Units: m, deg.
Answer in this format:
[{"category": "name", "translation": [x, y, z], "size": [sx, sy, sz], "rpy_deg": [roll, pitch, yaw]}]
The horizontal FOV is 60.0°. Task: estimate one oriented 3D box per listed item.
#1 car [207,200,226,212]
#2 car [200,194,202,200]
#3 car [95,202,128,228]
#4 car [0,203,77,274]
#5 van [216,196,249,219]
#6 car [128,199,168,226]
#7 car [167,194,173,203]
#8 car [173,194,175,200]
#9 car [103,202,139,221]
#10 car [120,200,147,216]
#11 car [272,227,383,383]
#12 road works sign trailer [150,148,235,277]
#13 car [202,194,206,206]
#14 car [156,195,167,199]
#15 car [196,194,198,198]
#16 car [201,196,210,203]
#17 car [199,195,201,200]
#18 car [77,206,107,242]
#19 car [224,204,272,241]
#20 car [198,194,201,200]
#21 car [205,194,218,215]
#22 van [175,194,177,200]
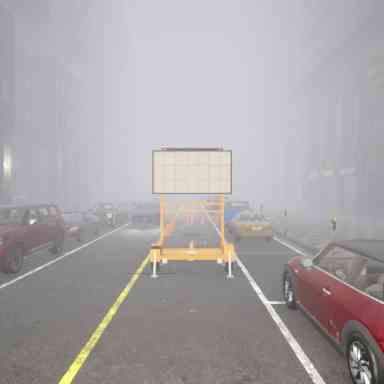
[{"category": "car", "translation": [2.790, 1.588, 38.735], "size": [1.802, 1.307, 4.206], "rpy_deg": [0, 0, 0]}, {"category": "car", "translation": [2.803, 1.456, 55.540], "size": [1.967, 1.590, 4.097], "rpy_deg": [0, 0, 0]}, {"category": "car", "translation": [-5.748, 1.440, 21.923], "size": [1.967, 1.590, 4.097], "rpy_deg": [0, 0, 0]}, {"category": "car", "translation": [-5.757, 1.314, 10.719], "size": [2.192, 1.841, 5.009], "rpy_deg": [0, 0, 0]}, {"category": "van", "translation": [2.776, 1.342, 21.930], "size": [1.690, 1.788, 3.998], "rpy_deg": [0, 0, 0]}, {"category": "car", "translation": [-2.981, 1.478, 23.525], "size": [1.882, 1.535, 5.008], "rpy_deg": [0, 0, 0]}, {"category": "car", "translation": [-5.709, 1.467, 72.342], "size": [1.967, 1.590, 4.097], "rpy_deg": [0, 0, 0]}, {"category": "car", "translation": [-5.704, 1.576, 77.943], "size": [1.887, 1.381, 4.507], "rpy_deg": [0, 0, 0]}, {"category": "car", "translation": [-5.743, 1.552, 27.525], "size": [2.008, 1.369, 4.403], "rpy_deg": [0, 0, 0]}, {"category": "car", "translation": [-5.739, 1.569, 33.127], "size": [1.947, 1.339, 4.313], "rpy_deg": [0, 0, 0]}, {"category": "car", "translation": [2.764, 1.440, 5.124], "size": [1.967, 1.590, 4.097], "rpy_deg": [0, 0, 0]}, {"category": "road works sign trailer", "translation": [0.007, 0.464, 10.170], "size": [2.380, 3.560, 2.880], "rpy_deg": [0, 0, 0]}, {"category": "car", "translation": [2.794, 1.324, 44.337], "size": [2.192, 1.841, 5.009], "rpy_deg": [0, 0, 0]}, {"category": "car", "translation": [-5.722, 1.561, 55.536], "size": [1.887, 1.381, 4.507], "rpy_deg": [0, 0, 0]}, {"category": "car", "translation": [2.830, 1.584, 89.150], "size": [1.887, 1.381, 4.507], "rpy_deg": [0, 0, 0]}, {"category": "car", "translation": [2.817, 1.610, 72.345], "size": [1.802, 1.307, 4.206], "rpy_deg": [0, 0, 0]}, {"category": "car", "translation": [2.808, 1.586, 61.142], "size": [1.947, 1.339, 4.313], "rpy_deg": [0, 0, 0]}, {"category": "car", "translation": [-5.752, 1.582, 16.321], "size": [1.802, 1.307, 4.206], "rpy_deg": [0, 0, 0]}, {"category": "car", "translation": [2.773, 1.525, 16.499], "size": [1.752, 1.417, 4.829], "rpy_deg": [0, 0, 0]}, {"category": "car", "translation": [2.812, 1.464, 66.743], "size": [1.967, 1.590, 4.097], "rpy_deg": [0, 0, 0]}, {"category": "car", "translation": [2.785, 1.319, 33.133], "size": [2.192, 1.841, 5.009], "rpy_deg": [0, 0, 0]}, {"category": "van", "translation": [-5.696, 1.380, 89.149], "size": [1.690, 1.788, 3.998], "rpy_deg": [0, 0, 0]}]
